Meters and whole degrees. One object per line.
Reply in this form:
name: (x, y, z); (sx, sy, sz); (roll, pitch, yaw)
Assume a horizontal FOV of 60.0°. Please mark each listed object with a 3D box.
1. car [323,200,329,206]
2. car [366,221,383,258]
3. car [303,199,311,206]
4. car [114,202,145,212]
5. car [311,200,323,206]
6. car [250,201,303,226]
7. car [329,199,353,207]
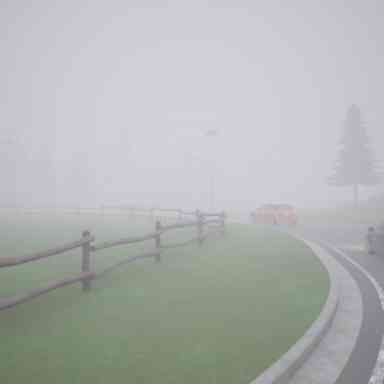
car: (30.960, 2.384, 70.144); (5.357, 1.411, 2.033); (0, -1, -23)
car: (7.229, 1.630, 11.092); (1.837, 1.490, 4.892); (0, -1, 16)
car: (26.184, 2.429, 75.735); (5.008, 1.535, 1.882); (0, -1, -23)
car: (-9.259, 2.232, 48.839); (5.008, 1.535, 1.882); (-1, -1, 30)
car: (29.611, 2.438, 73.373); (5.357, 1.411, 2.033); (0, -1, -23)
car: (6.511, 1.709, 27.003); (2.097, 1.767, 4.553); (0, -1, -17)
car: (30.257, 2.146, 66.061); (4.553, 1.767, 2.097); (0, -1, -23)
